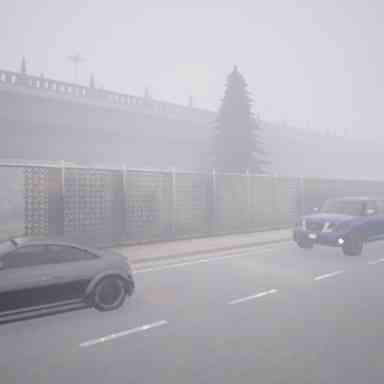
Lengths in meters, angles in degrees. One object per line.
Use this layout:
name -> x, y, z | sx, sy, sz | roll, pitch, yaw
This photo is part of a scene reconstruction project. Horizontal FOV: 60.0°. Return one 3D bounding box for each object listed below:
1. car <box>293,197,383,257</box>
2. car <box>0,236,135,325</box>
car -> 6.440, 1.220, 13.427 | 5.566, 2.045, 2.150 | 0, 0, -38
car -> -3.206, 1.564, 6.215 | 4.181, 1.385, 1.994 | 0, 0, -33
